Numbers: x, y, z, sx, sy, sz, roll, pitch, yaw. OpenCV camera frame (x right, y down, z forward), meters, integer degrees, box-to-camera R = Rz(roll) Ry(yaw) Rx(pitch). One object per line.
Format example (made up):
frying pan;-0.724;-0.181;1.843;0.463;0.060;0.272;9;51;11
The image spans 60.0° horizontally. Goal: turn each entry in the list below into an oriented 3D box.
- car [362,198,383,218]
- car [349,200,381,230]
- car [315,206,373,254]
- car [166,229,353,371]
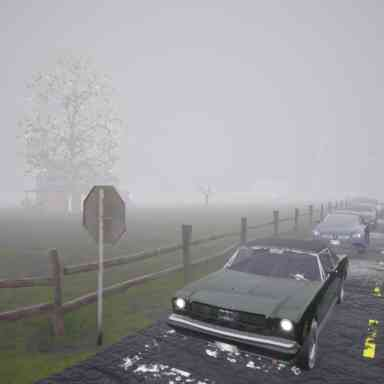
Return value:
car;16.027;1.357;29.951;2.097;1.767;4.553;0;0;31
car;10.933;1.509;21.536;1.837;1.490;4.892;0;0;31
car;6.280;1.529;13.816;1.812;1.442;4.674;0;0;31
car;1.559;1.602;5.991;1.895;1.301;4.718;0;0;31
